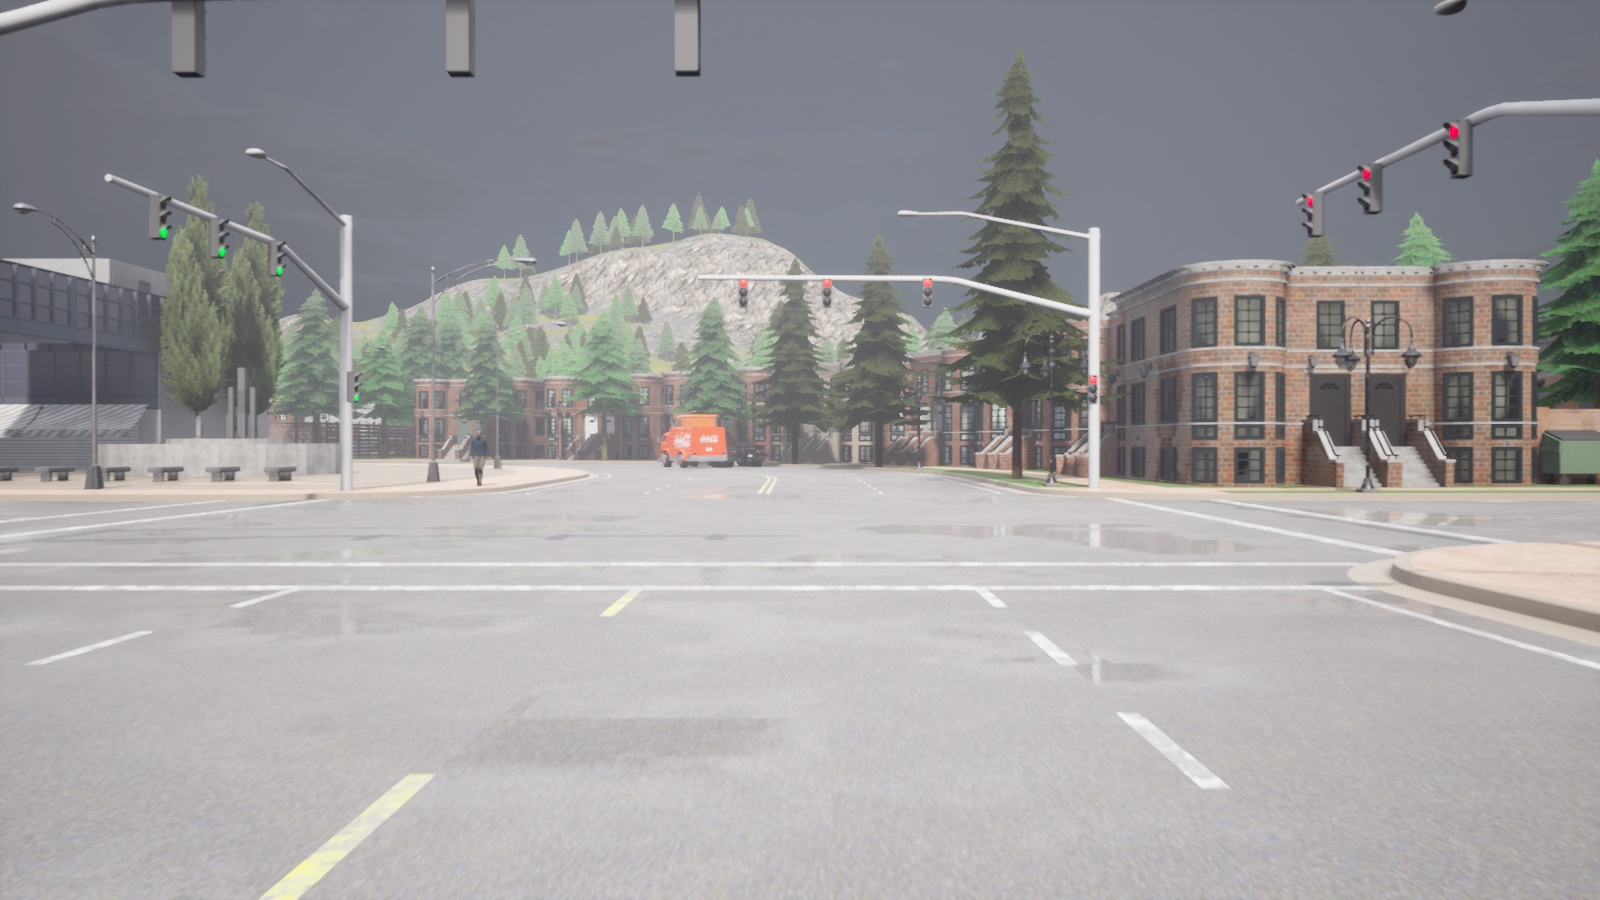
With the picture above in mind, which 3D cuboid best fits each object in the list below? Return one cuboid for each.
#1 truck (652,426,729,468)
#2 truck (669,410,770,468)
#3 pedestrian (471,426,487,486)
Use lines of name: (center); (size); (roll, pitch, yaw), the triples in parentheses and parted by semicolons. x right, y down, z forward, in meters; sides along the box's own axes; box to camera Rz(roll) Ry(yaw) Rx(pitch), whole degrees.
truck: (-6.661, -0.174, 75.991); (2.627, 2.467, 5.204); (0, 0, -31)
truck: (-5.241, -0.692, 80.204); (2.891, 3.462, 7.936); (0, 0, -33)
pedestrian: (-9.918, 0.178, 38.792); (0.402, 1.842, 0.726); (0, 0, -6)
